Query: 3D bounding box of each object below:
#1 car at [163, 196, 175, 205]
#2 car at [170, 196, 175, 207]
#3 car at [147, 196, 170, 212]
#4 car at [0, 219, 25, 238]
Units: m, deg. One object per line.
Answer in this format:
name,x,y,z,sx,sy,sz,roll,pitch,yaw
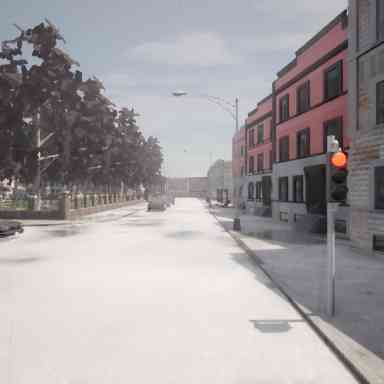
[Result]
car,-4.050,1.505,59.662,1.837,1.490,4.892,0,0,0
car,-4.083,1.547,49.263,2.033,1.411,5.357,0,0,0
car,-4.087,1.478,39.363,1.882,1.535,5.008,0,0,0
car,-10.836,1.547,15.494,5.357,1.411,2.033,0,0,-2
